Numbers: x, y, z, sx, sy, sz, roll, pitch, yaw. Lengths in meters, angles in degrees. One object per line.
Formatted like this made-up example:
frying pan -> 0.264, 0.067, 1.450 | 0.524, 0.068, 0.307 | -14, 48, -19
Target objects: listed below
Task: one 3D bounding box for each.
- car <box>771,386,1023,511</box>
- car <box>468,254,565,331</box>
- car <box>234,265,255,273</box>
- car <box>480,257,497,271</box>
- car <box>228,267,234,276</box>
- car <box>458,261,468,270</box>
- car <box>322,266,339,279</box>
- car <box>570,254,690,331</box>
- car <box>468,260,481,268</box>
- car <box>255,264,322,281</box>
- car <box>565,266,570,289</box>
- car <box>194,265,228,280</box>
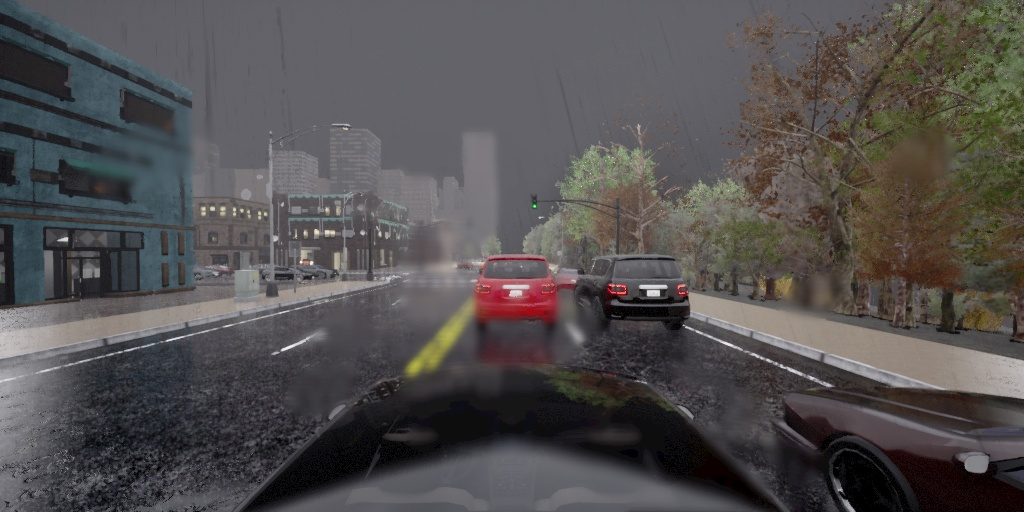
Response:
car -> 3.347, 1.298, 0.865 | 2.033, 1.411, 5.357 | 0, 0, 0
car -> 0.118, 0.971, 11.158 | 2.150, 2.045, 5.566 | 0, 0, 0
car -> -28.208, 1.556, 40.513 | 4.403, 1.370, 2.007 | 0, 0, 0
car -> -3.252, 1.089, 51.051 | 2.097, 1.767, 4.553 | 0, 0, 0
car -> -33.743, 1.650, 40.530 | 4.207, 1.307, 1.802 | 0, 0, 0
car -> -6.513, 1.337, 51.280 | 1.895, 1.301, 4.718 | 0, 0, 1
car -> -19.109, 1.523, 34.688 | 4.181, 1.385, 1.994 | -1, 1, 0
car -> 3.370, 0.970, 11.116 | 2.150, 2.045, 5.566 | 0, 0, 1
car -> -6.452, 1.333, 62.094 | 1.895, 1.301, 4.718 | 0, 0, 0
car -> -19.891, 1.561, 31.984 | 4.313, 1.339, 1.948 | 0, 0, 0
car -> 3.383, 1.311, 21.548 | 1.994, 1.385, 4.181 | 0, 0, 0
car -> -31.060, 1.587, 34.726 | 4.902, 1.511, 2.128 | -1, 1, 0
